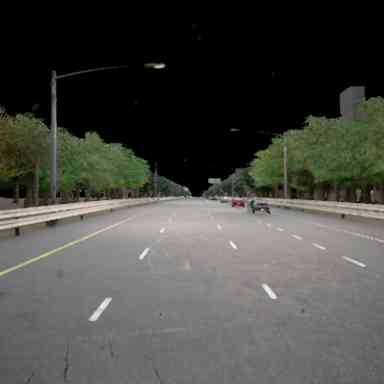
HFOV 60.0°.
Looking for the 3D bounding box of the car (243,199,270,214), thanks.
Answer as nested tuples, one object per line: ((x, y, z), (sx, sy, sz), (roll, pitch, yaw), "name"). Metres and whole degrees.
((7.033, 1.546, 35.556), (1.837, 1.490, 4.892), (0, 0, 0), "car")

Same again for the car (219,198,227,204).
((7.227, 2.003, 75.227), (1.895, 1.301, 4.718), (0, -1, 0), "car")

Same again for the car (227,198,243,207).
((7.095, 1.629, 52.642), (1.882, 1.535, 5.008), (0, -1, 0), "car")
